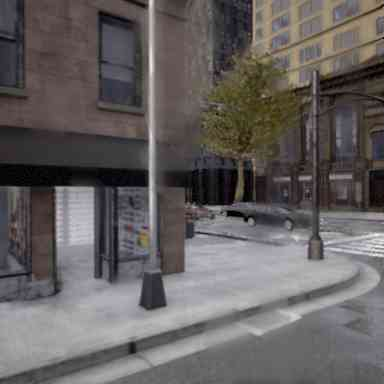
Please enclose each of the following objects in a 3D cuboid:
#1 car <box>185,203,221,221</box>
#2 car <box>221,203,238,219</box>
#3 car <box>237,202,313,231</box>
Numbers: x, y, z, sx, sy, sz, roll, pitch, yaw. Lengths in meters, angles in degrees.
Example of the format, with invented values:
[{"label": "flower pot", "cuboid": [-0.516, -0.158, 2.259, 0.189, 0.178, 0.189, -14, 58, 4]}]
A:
[{"label": "car", "cuboid": [0.097, 1.706, 29.478, 1.812, 1.442, 4.674, 0, 0, -36]}, {"label": "car", "cuboid": [4.502, 1.642, 29.269, 2.128, 1.511, 4.902, 0, 0, -36]}, {"label": "car", "cuboid": [5.586, 1.594, 21.856, 1.882, 1.535, 5.008, 0, 0, -36]}]
